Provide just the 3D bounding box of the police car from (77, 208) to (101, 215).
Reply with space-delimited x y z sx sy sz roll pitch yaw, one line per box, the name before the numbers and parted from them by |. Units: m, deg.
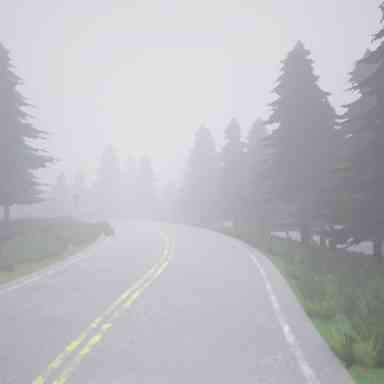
police car | -13.848 2.905 42.508 5.238 1.638 1.930 -5 -8 34
